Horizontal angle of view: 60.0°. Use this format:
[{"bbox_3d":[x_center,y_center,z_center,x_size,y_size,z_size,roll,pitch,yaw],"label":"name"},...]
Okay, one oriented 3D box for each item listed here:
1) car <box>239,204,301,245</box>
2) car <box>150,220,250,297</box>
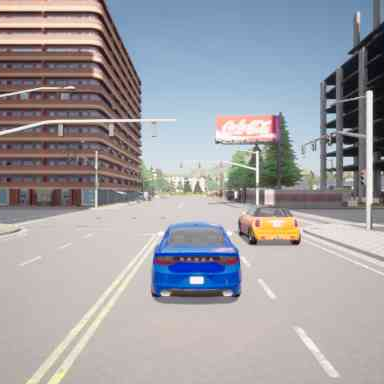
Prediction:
[{"bbox_3d":[3.472,1.352,15.708,2.097,1.767,4.553,0,0,0],"label":"car"},{"bbox_3d":[0.084,1.478,8.619,1.882,1.535,5.008,0,0,0],"label":"car"}]
